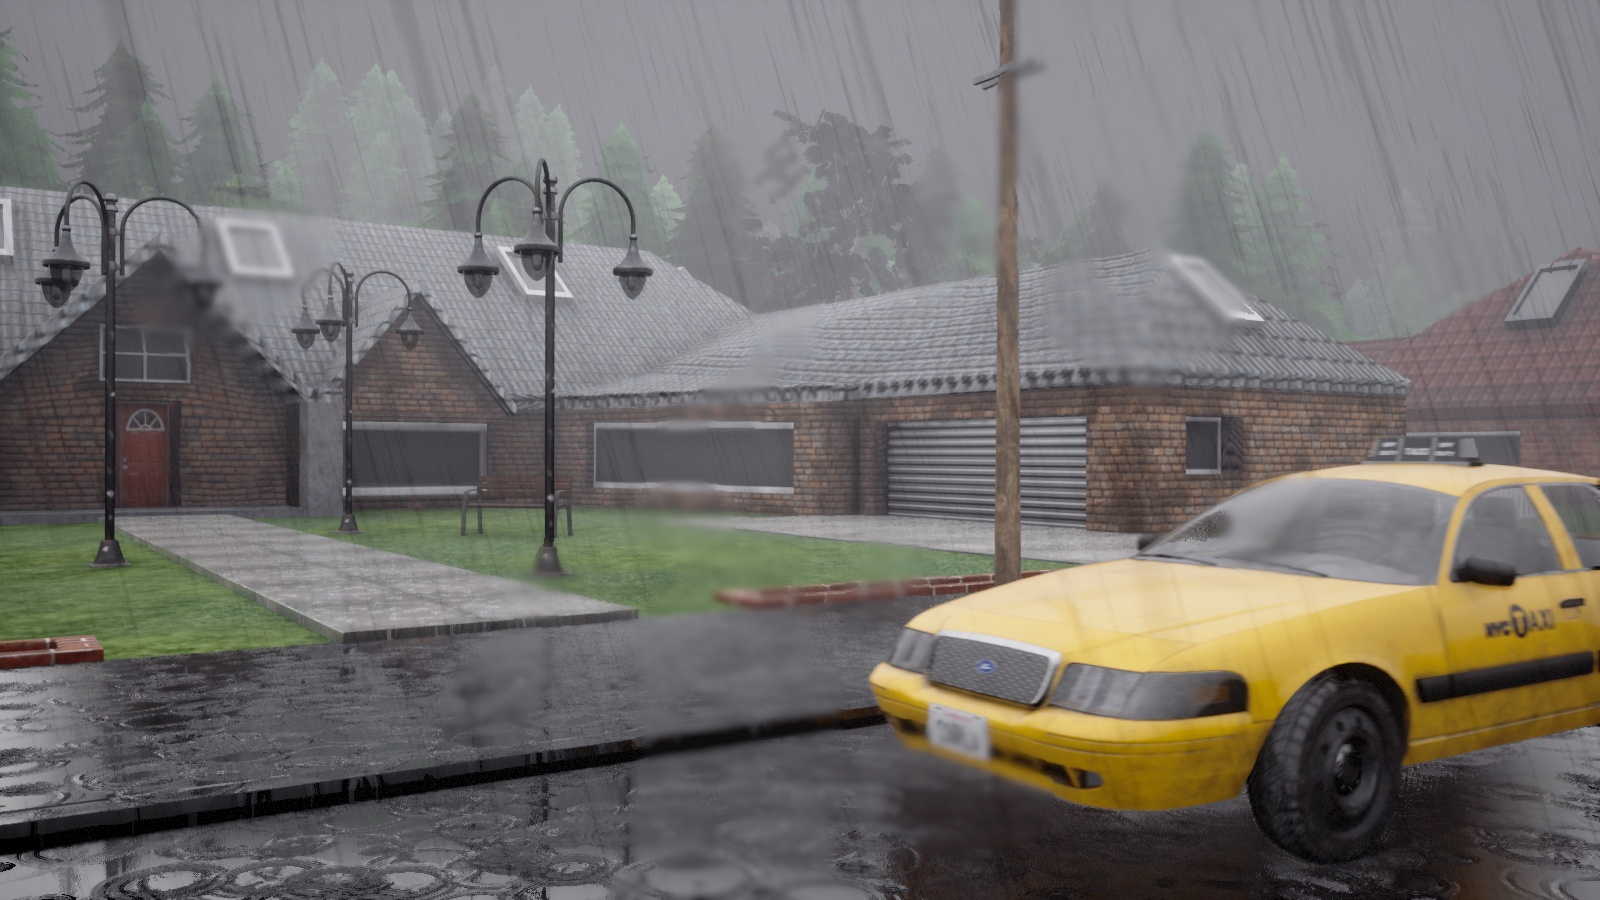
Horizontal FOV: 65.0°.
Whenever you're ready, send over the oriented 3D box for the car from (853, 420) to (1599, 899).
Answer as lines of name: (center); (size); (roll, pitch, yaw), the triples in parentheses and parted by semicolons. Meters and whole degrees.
car: (2.984, 0.693, 6.203); (5.366, 1.575, 1.801); (0, 0, -32)
